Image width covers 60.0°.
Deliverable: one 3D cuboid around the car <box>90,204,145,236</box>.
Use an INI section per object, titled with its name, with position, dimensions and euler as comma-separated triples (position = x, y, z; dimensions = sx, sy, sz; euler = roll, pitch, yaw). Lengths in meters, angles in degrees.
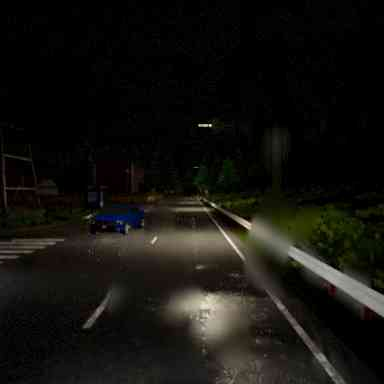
[car]
position = -4.037, 1.469, 18.858
dimensions = 1.882, 1.535, 5.008
euler = 0, 0, 7
